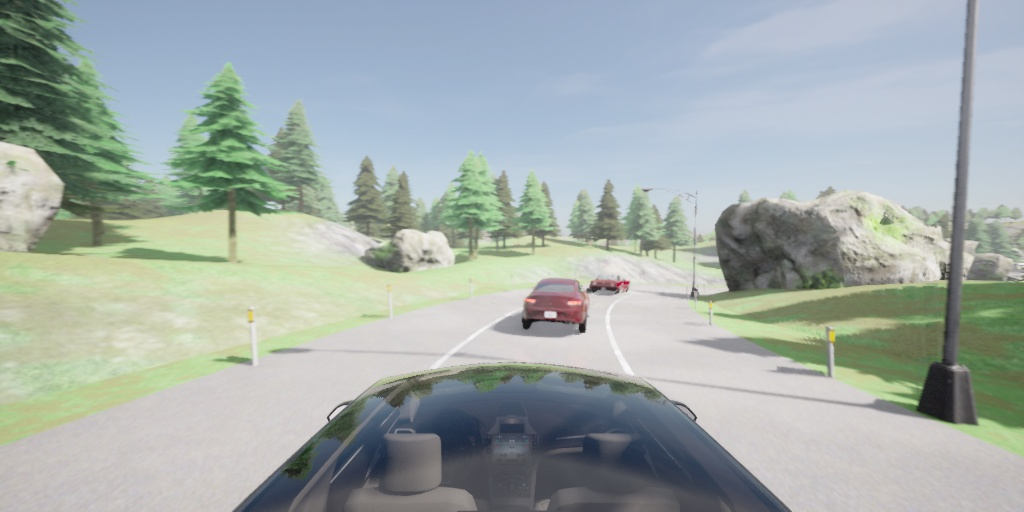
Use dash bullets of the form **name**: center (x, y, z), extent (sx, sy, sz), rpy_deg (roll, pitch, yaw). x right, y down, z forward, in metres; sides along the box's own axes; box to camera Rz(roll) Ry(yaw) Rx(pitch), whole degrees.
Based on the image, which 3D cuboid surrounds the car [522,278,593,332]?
- **car**: center (1.526, 1.427, 11.519), extent (1.812, 1.442, 4.674), rpy_deg (1, -2, 13)

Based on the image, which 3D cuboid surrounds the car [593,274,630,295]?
- **car**: center (7.093, 1.964, 25.503), extent (1.895, 1.301, 4.718), rpy_deg (2, -1, 29)
